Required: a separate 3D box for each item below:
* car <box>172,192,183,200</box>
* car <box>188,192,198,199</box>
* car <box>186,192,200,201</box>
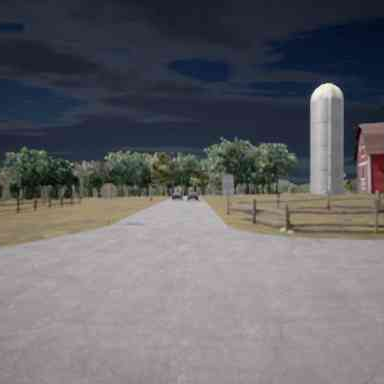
[{"bbox_3d":[-2.584,0.712,59.085,2.033,1.411,5.357,0,0,0],"label":"car"},{"bbox_3d":[0.183,0.693,64.899,1.994,1.385,4.181,0,0,0],"label":"car"},{"bbox_3d":[0.153,0.706,54.468,1.837,1.490,4.892,0,0,0],"label":"car"}]
